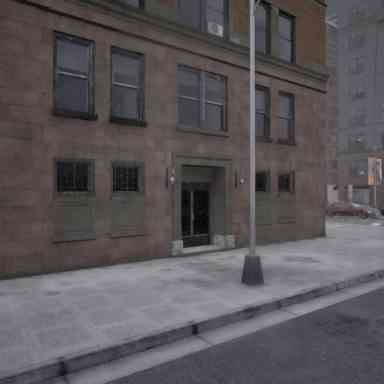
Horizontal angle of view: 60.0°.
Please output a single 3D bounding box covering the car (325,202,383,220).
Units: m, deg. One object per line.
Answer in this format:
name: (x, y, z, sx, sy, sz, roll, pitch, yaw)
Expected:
car: (13.405, 1.551, 28.362, 1.812, 1.442, 4.674, 0, 0, -35)
